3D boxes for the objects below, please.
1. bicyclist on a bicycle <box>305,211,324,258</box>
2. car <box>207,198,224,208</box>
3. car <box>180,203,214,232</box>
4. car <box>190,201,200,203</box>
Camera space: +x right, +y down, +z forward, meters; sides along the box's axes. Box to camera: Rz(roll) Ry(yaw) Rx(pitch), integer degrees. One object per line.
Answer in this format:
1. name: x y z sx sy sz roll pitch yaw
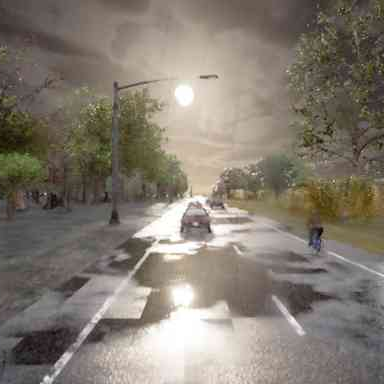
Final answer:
1. bicyclist on a bicycle: 4.541 1.544 12.320 0.582 1.620 1.656 0 -1 0
2. car: 3.961 1.696 53.891 2.097 1.767 4.553 0 0 0
3. car: 0.233 1.657 21.245 1.812 1.442 4.674 0 0 0
4. car: 0.365 1.800 40.945 2.033 1.411 5.357 0 0 0
